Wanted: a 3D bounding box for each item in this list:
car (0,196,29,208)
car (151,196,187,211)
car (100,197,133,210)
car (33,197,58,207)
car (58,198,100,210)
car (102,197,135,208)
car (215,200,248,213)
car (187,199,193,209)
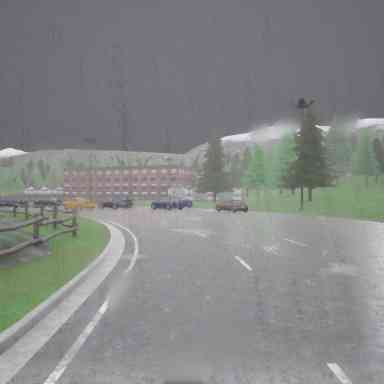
[{"bbox_3d":[-25.881,1.352,47.916,4.553,1.767,2.097,0,0,20],"label":"car"},{"bbox_3d":[-3.206,1.352,41.610,2.097,1.767,4.553,0,0,-42],"label":"car"},{"bbox_3d":[-10.222,1.491,43.115,4.902,1.511,2.128,0,0,39],"label":"car"},{"bbox_3d":[-21.649,1.526,49.966,4.674,1.442,1.812,0,0,23],"label":"car"},{"bbox_3d":[-14.312,1.478,41.909,5.008,1.535,1.882,0,0,36],"label":"car"},{"bbox_3d":[-10.642,1.505,48.017,4.892,1.490,1.837,0,0,37],"label":"car"},{"bbox_3d":[4.455,1.564,37.753,1.994,1.385,4.181,0,0,-33],"label":"car"},{"bbox_3d":[-2.046,1.478,45.430,1.882,1.535,5.008,0,0,-43],"label":"car"}]
